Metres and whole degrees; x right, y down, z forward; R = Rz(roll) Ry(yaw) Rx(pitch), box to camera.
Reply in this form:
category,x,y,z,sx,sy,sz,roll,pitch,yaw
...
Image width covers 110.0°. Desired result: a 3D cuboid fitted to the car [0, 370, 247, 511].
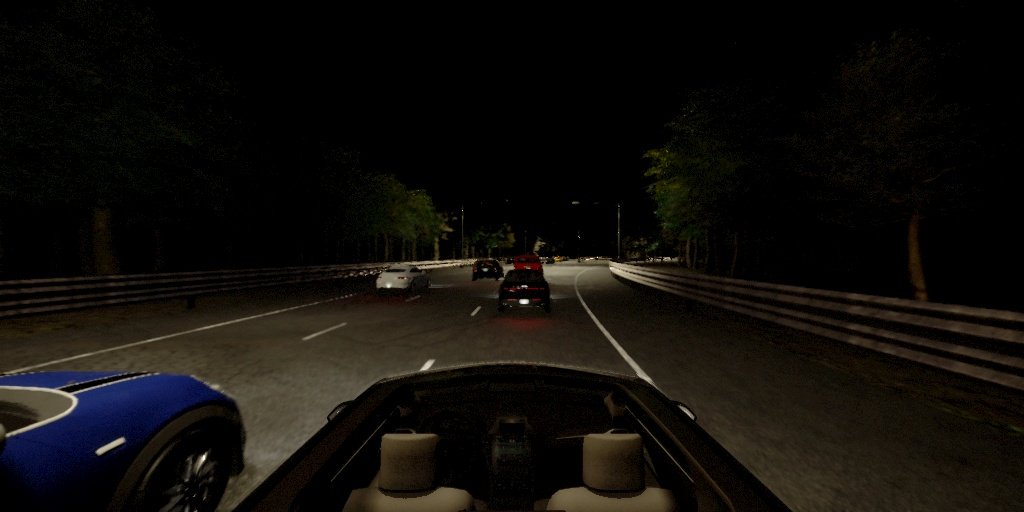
category,x,y,z,sx,sy,sz,roll,pitch,yaw
car,-3.273,1.098,1.100,2.097,1.767,4.553,0,0,1

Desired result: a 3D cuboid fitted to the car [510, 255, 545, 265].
category,x,y,z,sx,sy,sz,roll,pitch,yaw
car,1.296,0.977,27.463,2.150,2.045,5.566,0,0,4

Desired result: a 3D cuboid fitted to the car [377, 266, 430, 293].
category,x,y,z,sx,sy,sz,roll,pitch,yaw
car,-6.120,1.268,20.551,1.812,1.442,4.674,0,0,4

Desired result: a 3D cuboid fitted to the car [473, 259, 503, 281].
category,x,y,z,sx,sy,sz,roll,pitch,yaw
car,-1.907,1.104,29.827,2.097,1.767,4.553,0,0,4

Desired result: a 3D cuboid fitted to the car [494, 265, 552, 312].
category,x,y,z,sx,sy,sz,roll,pitch,yaw
car,0.513,1.258,14.261,1.837,1.490,4.892,0,0,3
